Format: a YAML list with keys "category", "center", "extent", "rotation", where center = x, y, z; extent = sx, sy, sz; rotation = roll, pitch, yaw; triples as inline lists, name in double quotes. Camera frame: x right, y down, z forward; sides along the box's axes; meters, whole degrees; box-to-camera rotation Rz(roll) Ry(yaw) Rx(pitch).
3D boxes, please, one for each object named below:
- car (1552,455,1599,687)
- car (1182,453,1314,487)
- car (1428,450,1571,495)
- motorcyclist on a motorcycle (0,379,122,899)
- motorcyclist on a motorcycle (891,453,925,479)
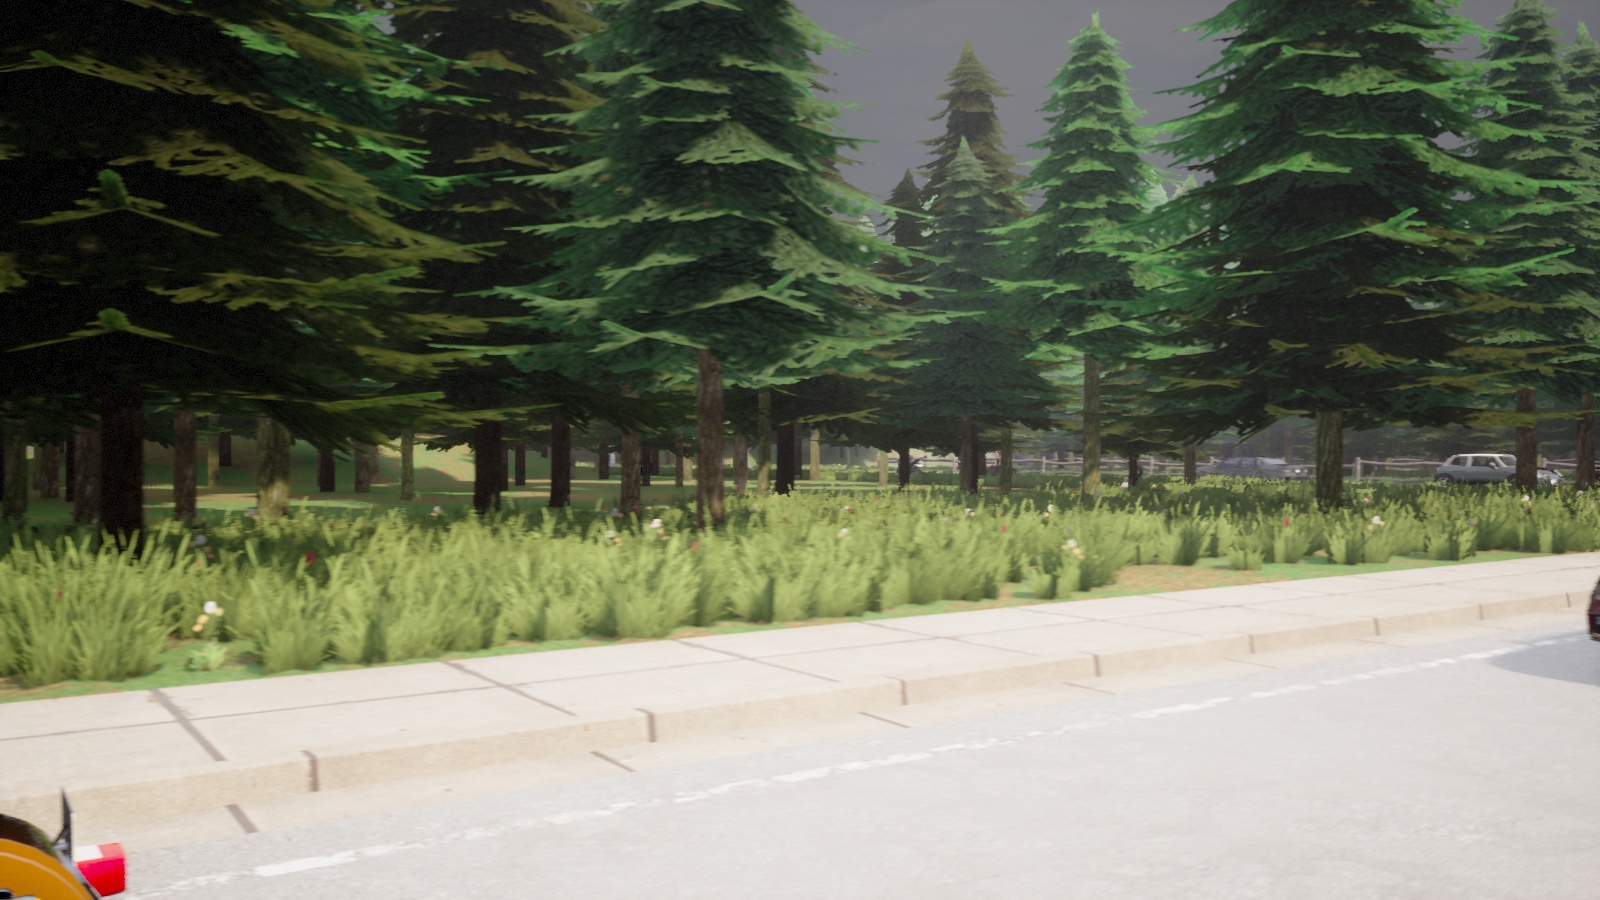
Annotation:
- category: "car"
  center: [7.152, 0.765, 8.652]
  extent: [4.193, 1.474, 1.816]
  rotation: [0, 0, -35]
- category: "car"
  center: [19.739, 0.860, 55.578]
  extent: [2.033, 1.411, 5.357]
  rotation: [0, 0, -34]
- category: "car"
  center: [23.888, 0.730, 43.002]
  extent: [1.970, 1.475, 3.806]
  rotation: [0, 0, -32]
- category: "motorcyclist on a motorcycle"
  center: [-2.433, 0.705, 1.958]
  extent: [2.350, 1.649, 0.766]
  rotation: [0, 0, -35]
- category: "motorcyclist on a motorcycle"
  center: [6.462, 0.925, 75.423]
  extent: [0.866, 1.530, 2.191]
  rotation: [0, 0, -34]
